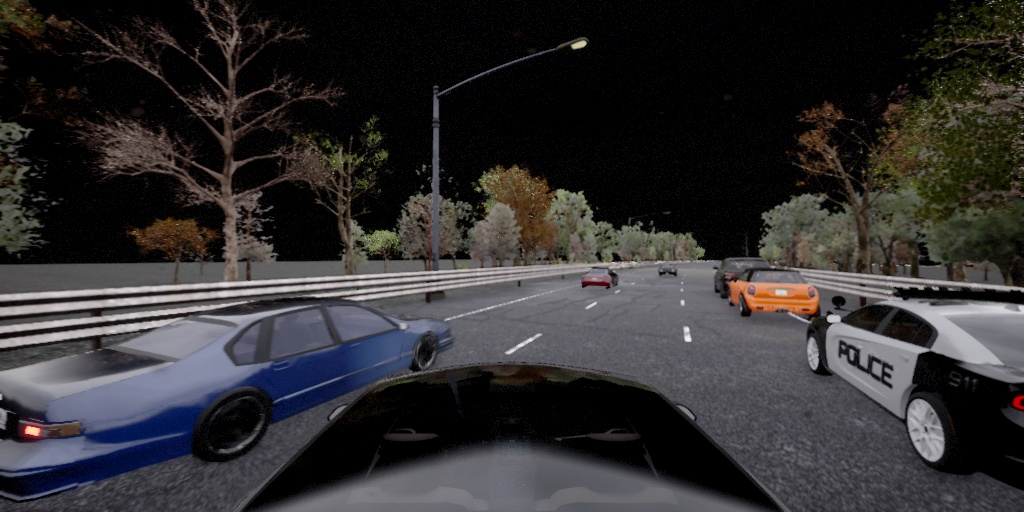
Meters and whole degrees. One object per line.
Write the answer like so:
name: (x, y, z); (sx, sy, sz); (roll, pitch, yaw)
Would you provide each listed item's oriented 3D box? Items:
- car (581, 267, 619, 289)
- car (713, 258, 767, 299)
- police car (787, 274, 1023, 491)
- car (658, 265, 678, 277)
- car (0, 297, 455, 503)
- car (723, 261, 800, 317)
car: (6.246, 1.485, 25.174); (1.994, 1.385, 4.181); (0, 0, 25)
car: (11.991, 1.121, 18.784); (2.150, 2.045, 5.566); (0, 0, 25)
police car: (5.454, 1.209, 4.487); (1.930, 1.638, 5.238); (0, 0, 24)
car: (17.935, 1.671, 41.123); (1.895, 1.301, 4.718); (0, 0, 27)
car: (-2.972, 1.309, 5.097); (2.033, 1.411, 5.357); (0, 0, 24)
car: (9.468, 1.204, 13.357); (2.097, 1.767, 4.553); (0, 0, 25)
